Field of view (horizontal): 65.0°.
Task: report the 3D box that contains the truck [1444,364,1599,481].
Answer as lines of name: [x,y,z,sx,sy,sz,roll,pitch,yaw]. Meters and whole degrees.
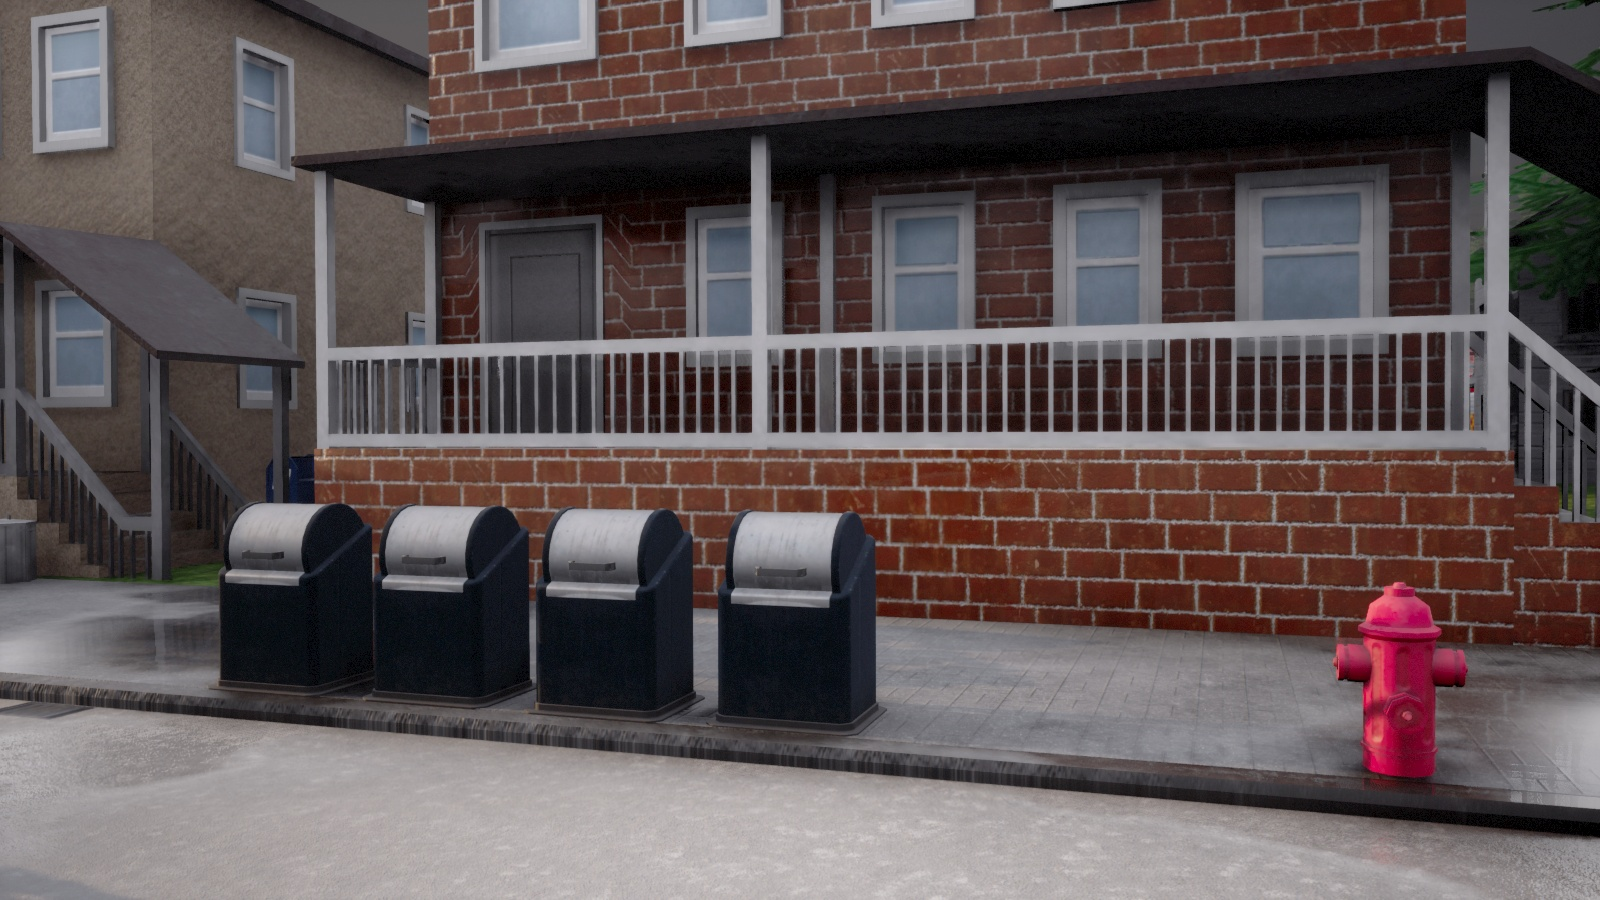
truck: [26.759,-0.918,42.503,8.468,3.827,2.891,1,1,18]
